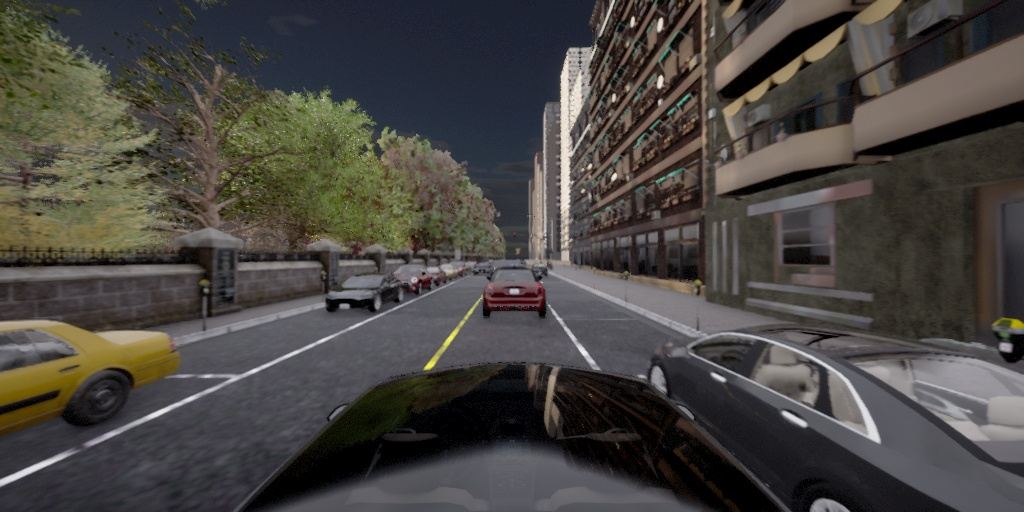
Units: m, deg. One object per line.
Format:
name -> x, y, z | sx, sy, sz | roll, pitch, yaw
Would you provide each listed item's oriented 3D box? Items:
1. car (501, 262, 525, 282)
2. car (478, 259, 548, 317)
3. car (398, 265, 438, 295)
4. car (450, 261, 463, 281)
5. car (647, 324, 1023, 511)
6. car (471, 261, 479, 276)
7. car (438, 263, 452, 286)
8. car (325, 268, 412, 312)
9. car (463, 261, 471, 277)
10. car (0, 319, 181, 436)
car -> 0.099, 1.291, 30.543 | 1.882, 1.535, 5.008 | 0, 0, 0
car -> 0.086, 1.127, 13.383 | 2.097, 1.767, 4.553 | 0, 0, 0
car -> -5.686, 1.228, 19.900 | 1.967, 1.591, 4.097 | 0, 0, 0
car -> -5.682, 1.340, 30.807 | 1.751, 1.417, 4.829 | 0, 0, 0
car -> 2.689, 1.304, 3.283 | 2.007, 1.370, 4.403 | 0, 0, 0
car -> -3.082, 1.398, 39.044 | 1.994, 1.385, 4.181 | 0, 0, 0
car -> -5.684, 1.383, 25.439 | 1.802, 1.307, 4.207 | 0, 0, 0
car -> -5.688, 1.342, 14.361 | 1.948, 1.339, 4.313 | 0, 0, 0
car -> -5.681, 1.268, 36.516 | 1.967, 1.591, 4.097 | 0, 0, 0
car -> -5.692, 1.279, 3.114 | 1.751, 1.417, 4.829 | 0, 0, 0
